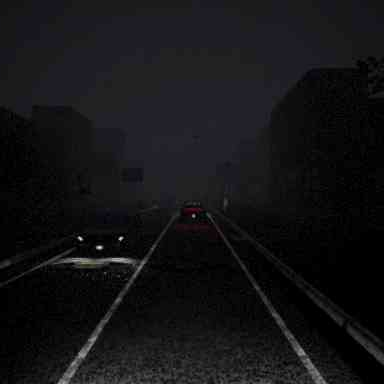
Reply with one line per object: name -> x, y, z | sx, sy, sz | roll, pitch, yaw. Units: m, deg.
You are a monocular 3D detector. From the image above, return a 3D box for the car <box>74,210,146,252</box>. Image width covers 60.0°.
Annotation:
car -> -3.101, 1.464, 13.809 | 2.033, 1.411, 5.357 | 0, 0, 0

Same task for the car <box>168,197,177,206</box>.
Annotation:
car -> -3.055, 1.623, 55.987 | 1.837, 1.490, 4.892 | 0, 0, 0

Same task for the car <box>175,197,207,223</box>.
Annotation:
car -> 0.100, 1.351, 24.250 | 2.128, 1.511, 4.902 | 0, 0, 0

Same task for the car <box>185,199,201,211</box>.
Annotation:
car -> 0.100, 1.570, 41.607 | 1.895, 1.301, 4.718 | 0, -1, 0
